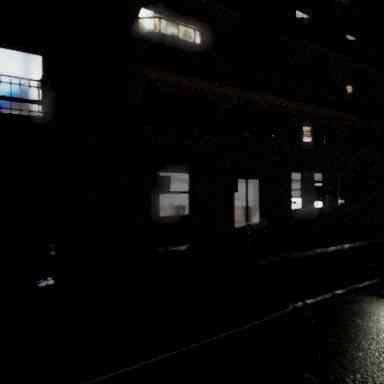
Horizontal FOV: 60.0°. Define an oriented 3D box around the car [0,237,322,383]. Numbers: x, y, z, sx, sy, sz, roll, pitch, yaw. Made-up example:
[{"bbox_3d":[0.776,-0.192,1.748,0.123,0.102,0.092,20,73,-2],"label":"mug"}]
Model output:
[{"bbox_3d":[-1.042,1.351,2.633,4.553,1.767,2.097,0,0,-36],"label":"car"}]
